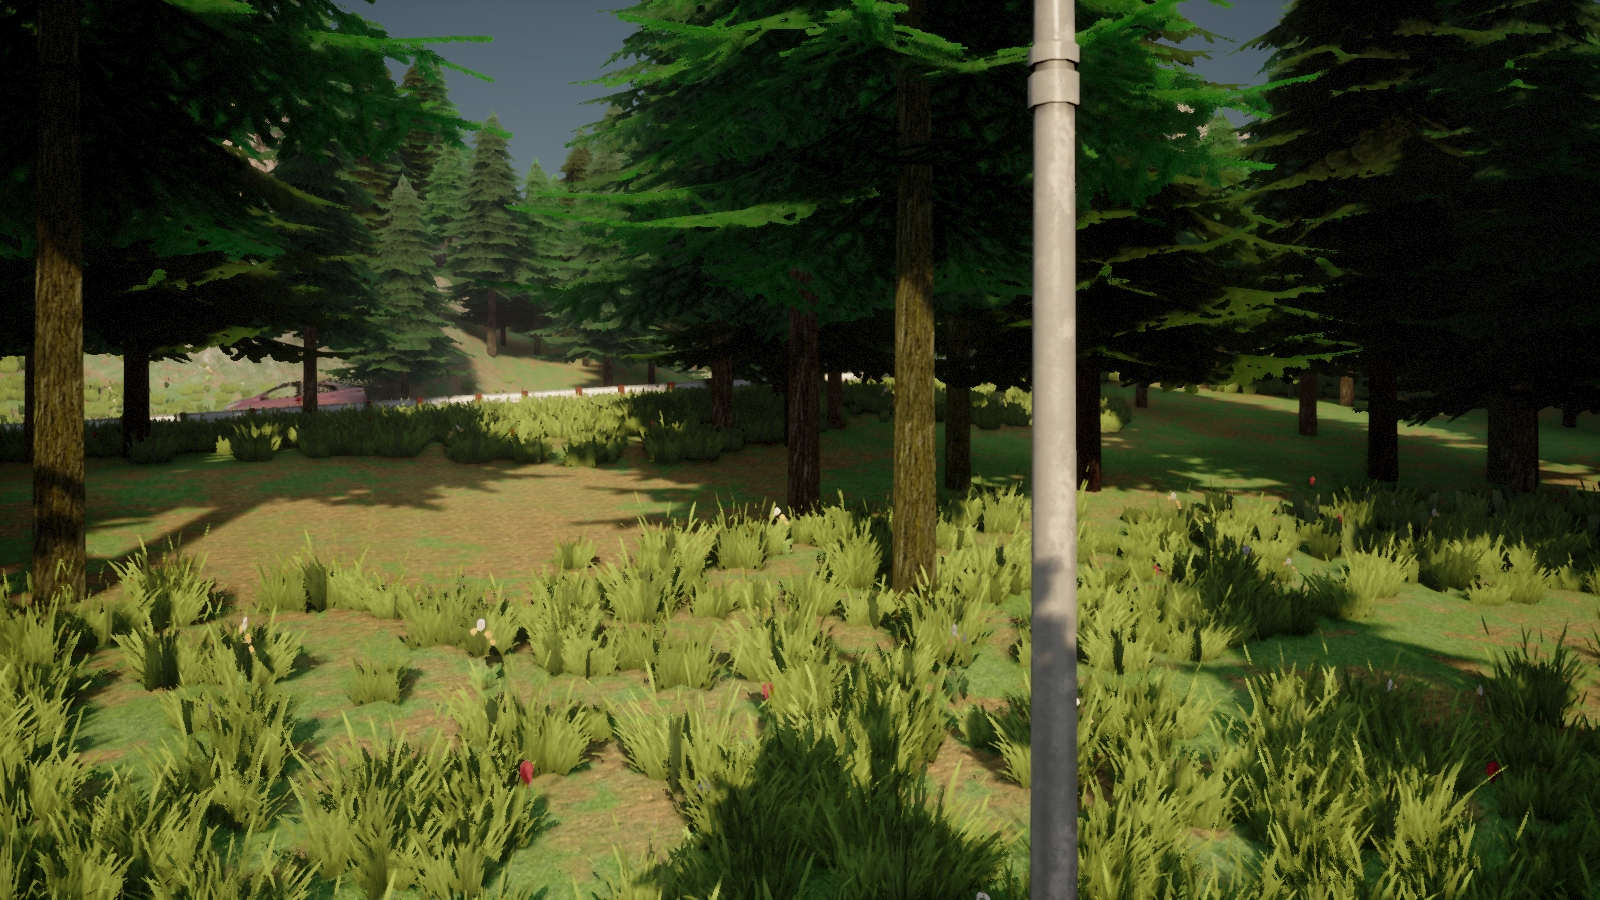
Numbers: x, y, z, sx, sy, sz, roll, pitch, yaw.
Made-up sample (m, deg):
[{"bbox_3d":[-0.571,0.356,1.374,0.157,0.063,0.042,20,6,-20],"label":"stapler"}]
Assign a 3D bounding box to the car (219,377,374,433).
[{"bbox_3d":[-16.808,-1.501,38.178,4.514,1.525,2.007,-5,2,-28],"label":"car"}]
